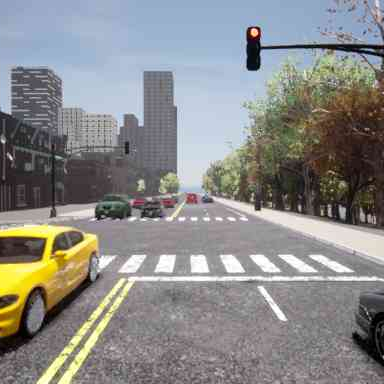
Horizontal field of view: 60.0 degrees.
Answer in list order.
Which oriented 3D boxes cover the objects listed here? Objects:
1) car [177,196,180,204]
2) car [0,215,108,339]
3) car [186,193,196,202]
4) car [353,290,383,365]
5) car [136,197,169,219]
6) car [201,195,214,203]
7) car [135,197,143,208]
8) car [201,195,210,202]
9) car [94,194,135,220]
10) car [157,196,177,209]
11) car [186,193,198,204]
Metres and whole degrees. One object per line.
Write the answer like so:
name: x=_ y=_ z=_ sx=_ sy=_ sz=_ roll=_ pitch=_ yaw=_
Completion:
car: x=-3.408 y=1.482 z=65.049 sx=1.837 sy=1.490 sz=4.892 roll=0 pitch=0 yaw=0
car: x=-3.364 y=1.476 z=6.818 sx=1.882 sy=1.535 sz=5.008 roll=0 pitch=0 yaw=0
car: x=-0.136 y=1.195 z=75.692 sx=2.150 sy=2.045 sz=5.566 roll=0 pitch=0 yaw=0
car: x=3.345 y=1.547 z=2.535 sx=2.033 sy=1.411 sz=5.357 roll=0 pitch=0 yaw=0
car: x=-3.402 y=1.496 z=29.459 sx=1.837 sy=1.490 sz=4.892 roll=0 pitch=0 yaw=0
car: x=3.233 y=1.539 z=65.852 sx=1.994 sy=1.385 sz=4.181 roll=0 pitch=0 yaw=0
car: x=-6.678 y=1.463 z=43.850 sx=1.882 sy=1.535 sz=5.008 roll=0 pitch=0 yaw=0
car: x=3.114 y=1.447 z=75.880 sx=1.882 sy=1.535 sz=5.008 roll=0 pitch=0 yaw=0
car: x=-6.653 y=1.214 z=28.646 sx=2.150 sy=2.045 sz=5.566 roll=0 pitch=0 yaw=0
car: x=-3.432 y=1.462 z=46.062 sx=1.882 sy=1.535 sz=5.008 roll=0 pitch=0 yaw=0
car: x=-0.020 y=1.197 z=65.156 sx=2.150 sy=2.045 sz=5.566 roll=0 pitch=0 yaw=0
